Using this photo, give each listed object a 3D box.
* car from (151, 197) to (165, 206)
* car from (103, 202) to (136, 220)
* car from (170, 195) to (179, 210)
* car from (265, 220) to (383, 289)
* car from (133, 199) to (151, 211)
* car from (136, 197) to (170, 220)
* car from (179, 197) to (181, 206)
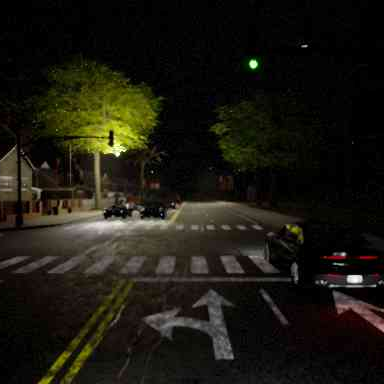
[{"bbox_3d":[-6.586,1.801,64.394,2.128,1.511,4.902,0,0,0],"label":"car"},{"bbox_3d":[-6.635,1.735,30.186,1.895,1.301,4.718,0,0,0],"label":"car"},{"bbox_3d":[-3.383,1.564,46.716,2.097,1.767,4.553,0,0,0],"label":"car"},{"bbox_3d":[3.336,1.546,9.234,1.837,1.490,4.892,0,0,0],"label":"car"},{"bbox_3d":[-6.641,1.728,44.583,1.812,1.442,4.674,0,0,0],"label":"car"},{"bbox_3d":[-3.384,1.486,29.902,2.097,1.767,4.553,0,0,0],"label":"car"},{"bbox_3d":[-3.336,1.611,64.395,2.150,2.045,5.566,0,0,0],"label":"car"}]
